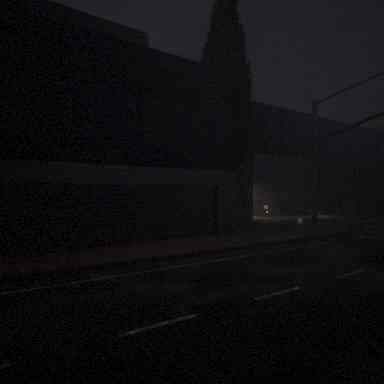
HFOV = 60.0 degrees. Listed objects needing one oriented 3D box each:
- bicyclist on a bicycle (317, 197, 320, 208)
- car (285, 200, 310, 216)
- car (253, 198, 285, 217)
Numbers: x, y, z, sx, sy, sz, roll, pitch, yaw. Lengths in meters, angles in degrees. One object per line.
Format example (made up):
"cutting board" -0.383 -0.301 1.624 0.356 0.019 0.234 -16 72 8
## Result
"bicyclist on a bicycle" 16.181 1.303 43.227 1.656 1.620 0.582 0 0 -37
"car" 9.387 1.526 33.132 1.812 1.442 4.674 0 0 -37
"car" 6.105 1.353 31.678 2.097 1.767 4.553 0 0 -37
